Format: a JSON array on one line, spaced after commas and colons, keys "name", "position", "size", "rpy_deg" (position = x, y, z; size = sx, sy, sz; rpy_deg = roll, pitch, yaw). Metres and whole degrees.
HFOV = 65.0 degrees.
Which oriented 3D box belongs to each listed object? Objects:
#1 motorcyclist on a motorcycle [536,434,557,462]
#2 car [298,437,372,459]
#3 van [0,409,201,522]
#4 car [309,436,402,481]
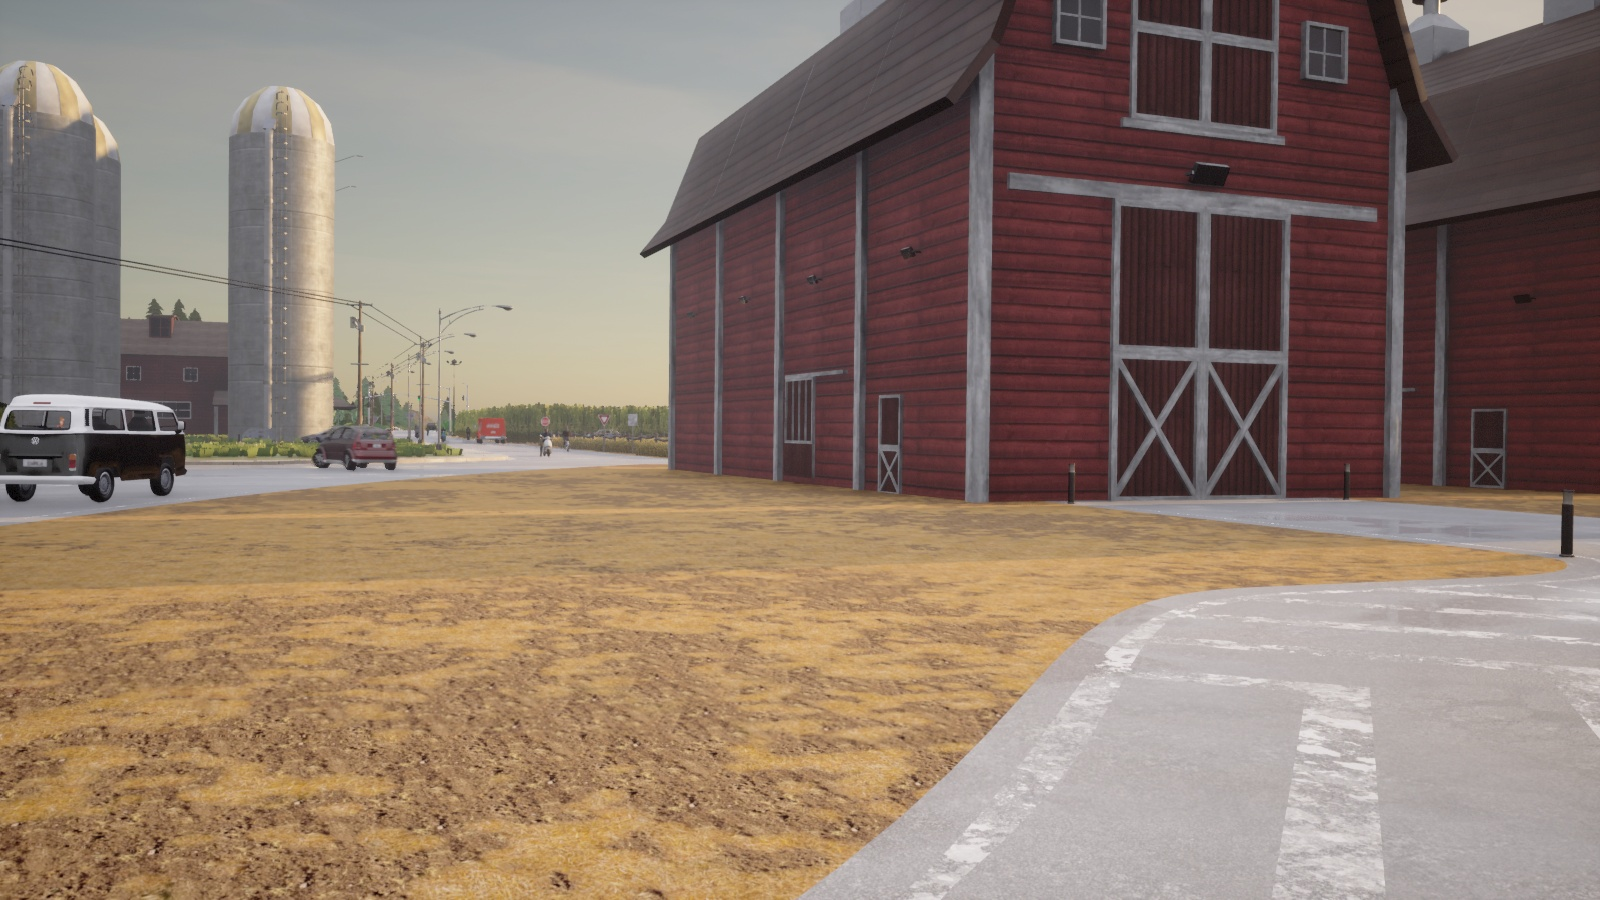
[{"name": "motorcyclist on a motorcycle", "position": [-14.397, -0.113, 71.284], "size": [0.866, 1.590, 1.817], "rpy_deg": [-1, 1, -21]}, {"name": "car", "position": [-33.338, -0.167, 90.079], "size": [4.792, 1.488, 2.163], "rpy_deg": [-1, 1, -24]}, {"name": "van", "position": [-14.063, 0.253, 25.134], "size": [2.069, 2.038, 4.480], "rpy_deg": [-1, 1, -2]}, {"name": "car", "position": [-15.874, 0.274, 44.772], "size": [1.789, 1.549, 3.705], "rpy_deg": [0, 0, -43]}]
